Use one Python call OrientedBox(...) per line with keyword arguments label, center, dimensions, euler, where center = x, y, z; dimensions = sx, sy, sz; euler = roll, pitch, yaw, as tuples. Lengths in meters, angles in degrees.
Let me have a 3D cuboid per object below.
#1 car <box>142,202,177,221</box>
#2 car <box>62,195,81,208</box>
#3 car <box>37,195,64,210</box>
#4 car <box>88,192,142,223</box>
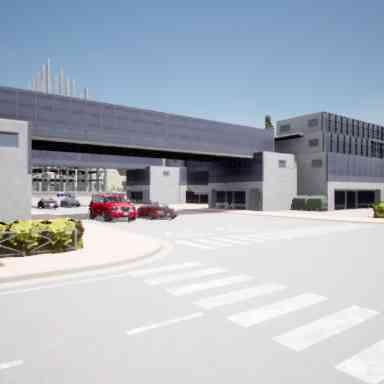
OrientedBox(label="car", center=(-2.986, 1.560, 27.445), dimensions=(1.994, 1.385, 4.181), euler=(0, 0, -36))
OrientedBox(label="car", center=(-17.448, 1.544, 47.467), dimensions=(2.033, 1.411, 5.357), euler=(0, 0, -35))
OrientedBox(label="car", center=(-18.824, 1.490, 43.372), dimensions=(2.128, 1.511, 4.902), euler=(0, 0, -36))
OrientedBox(label="car", center=(-6.343, 1.219, 26.112), dimensions=(2.150, 2.045, 5.566), euler=(0, 0, -36))
